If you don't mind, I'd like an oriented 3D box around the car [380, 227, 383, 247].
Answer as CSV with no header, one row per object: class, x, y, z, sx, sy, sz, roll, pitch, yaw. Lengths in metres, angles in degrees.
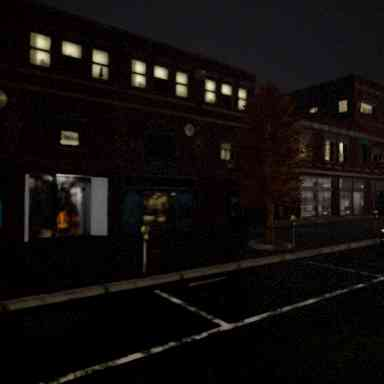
car,9.160,1.433,13.076,4.097,1.590,1.967,0,1,-35
